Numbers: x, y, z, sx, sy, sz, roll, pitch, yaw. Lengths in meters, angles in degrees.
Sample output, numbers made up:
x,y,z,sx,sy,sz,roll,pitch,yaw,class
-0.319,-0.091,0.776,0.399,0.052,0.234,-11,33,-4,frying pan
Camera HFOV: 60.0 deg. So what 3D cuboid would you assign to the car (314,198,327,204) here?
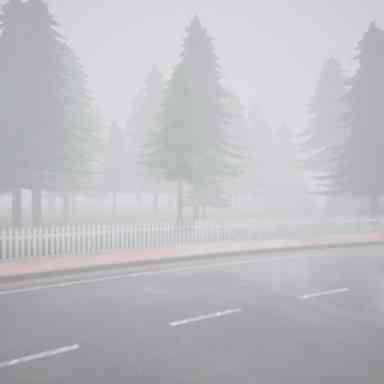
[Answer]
x,y,z,sx,sy,sz,roll,pitch,yaw,class
24.234,1.597,62.693,1.812,1.442,4.674,0,0,-1,car
